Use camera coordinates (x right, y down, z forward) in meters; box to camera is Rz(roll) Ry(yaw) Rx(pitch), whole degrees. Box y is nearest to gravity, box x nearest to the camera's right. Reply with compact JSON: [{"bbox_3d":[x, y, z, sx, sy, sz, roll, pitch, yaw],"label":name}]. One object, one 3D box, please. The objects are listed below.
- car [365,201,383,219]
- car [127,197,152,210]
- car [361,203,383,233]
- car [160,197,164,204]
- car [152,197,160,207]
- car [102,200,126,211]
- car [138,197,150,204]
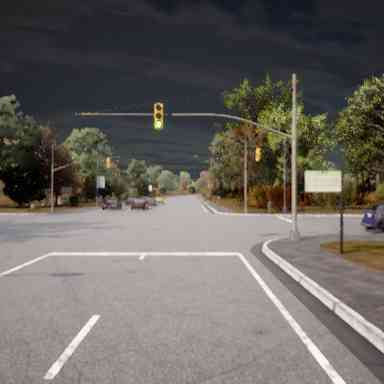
[{"bbox_3d":[18.387,1.595,29.598,5.008,1.535,1.882,0,0,3],"label":"car"},{"bbox_3d":[-7.103,1.659,45.559,1.882,1.535,5.008,0,0,0],"label":"car"},{"bbox_3d":[12.487,1.428,19.316,4.553,1.767,2.097,0,0,3],"label":"car"},{"bbox_3d":[-7.011,1.754,70.134,1.882,1.535,5.008,0,0,0],"label":"car"},{"bbox_3d":[-7.089,1.732,57.244,1.837,1.490,4.892,0,0,0],"label":"car"},{"bbox_3d":[-10.605,1.740,44.455,1.994,1.385,4.181,0,0,0],"label":"car"},{"bbox_3d":[-10.511,1.780,73.260,1.837,1.490,4.892,0,0,0],"label":"car"}]
